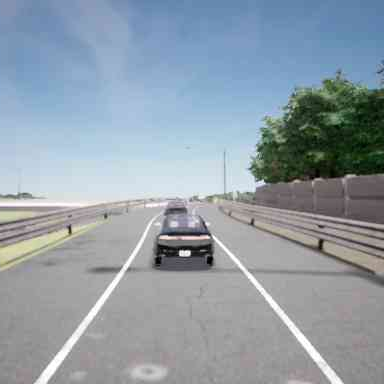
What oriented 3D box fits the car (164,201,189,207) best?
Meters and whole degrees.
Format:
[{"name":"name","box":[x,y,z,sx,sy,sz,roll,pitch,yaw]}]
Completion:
[{"name":"car","box":[-1.268,1.540,27.148,1.837,1.490,4.892,0,0,-3]}]

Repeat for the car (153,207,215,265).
[{"name":"car","box":[-0.314,1.510,11.731,2.128,1.511,4.902,0,0,-3]}]
